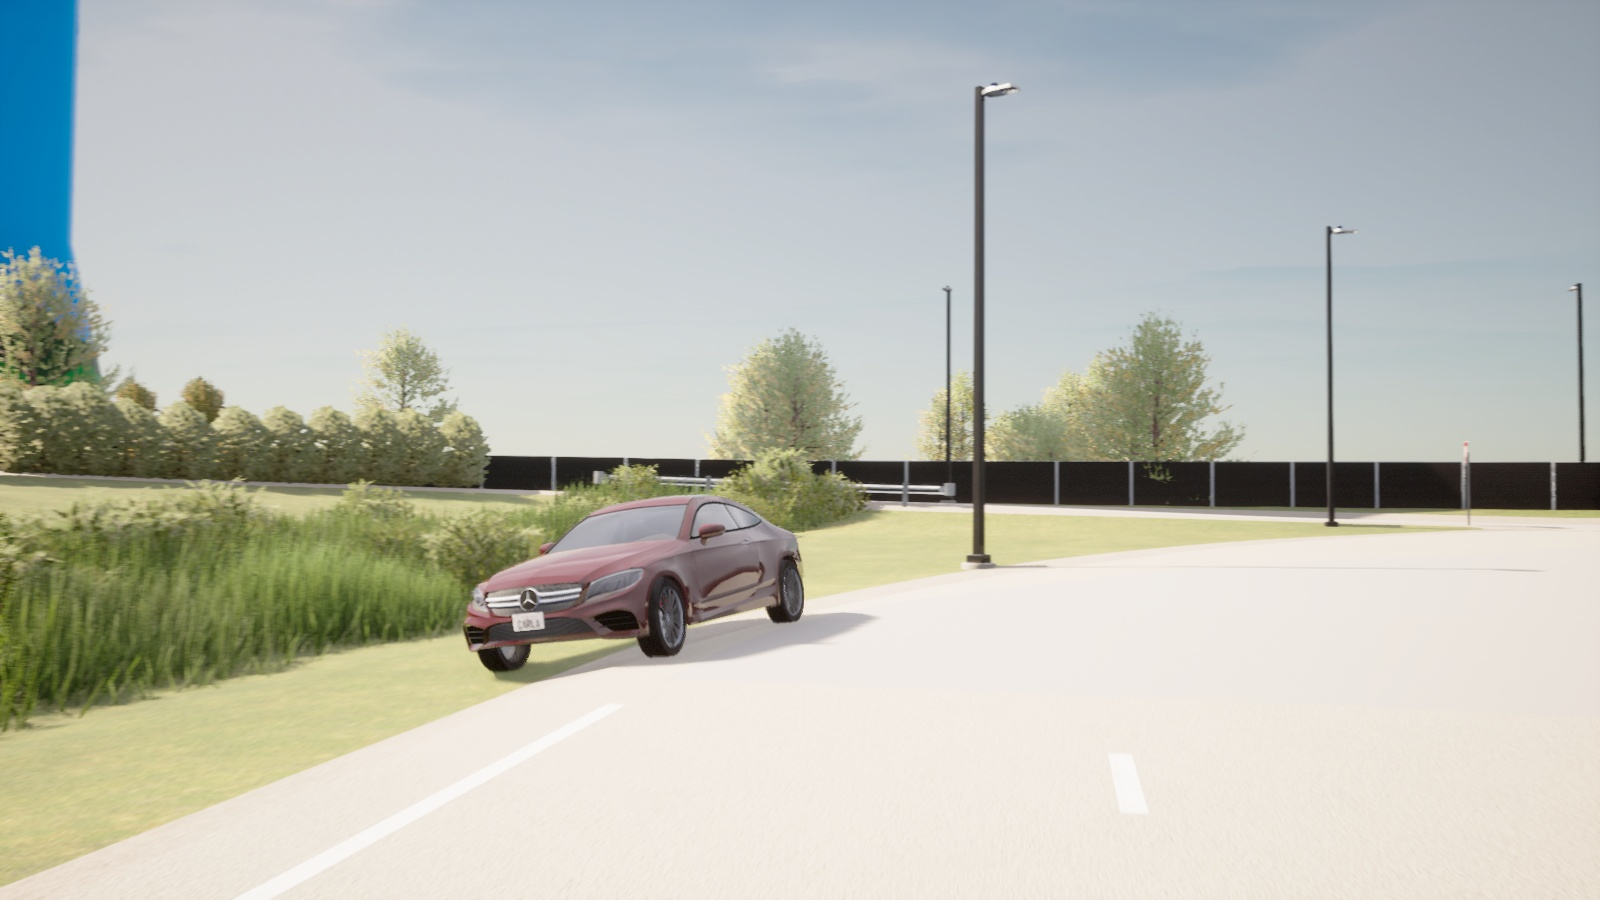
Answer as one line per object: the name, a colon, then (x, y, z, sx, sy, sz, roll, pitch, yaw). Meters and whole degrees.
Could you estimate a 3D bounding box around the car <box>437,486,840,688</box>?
car: (-1.317, 1.207, 12.484, 1.812, 1.442, 4.674, -9, -4, 21)

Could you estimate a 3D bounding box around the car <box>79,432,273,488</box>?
car: (-20.396, 0.375, 41.216, 5.366, 1.575, 1.801, 3, -4, -43)
